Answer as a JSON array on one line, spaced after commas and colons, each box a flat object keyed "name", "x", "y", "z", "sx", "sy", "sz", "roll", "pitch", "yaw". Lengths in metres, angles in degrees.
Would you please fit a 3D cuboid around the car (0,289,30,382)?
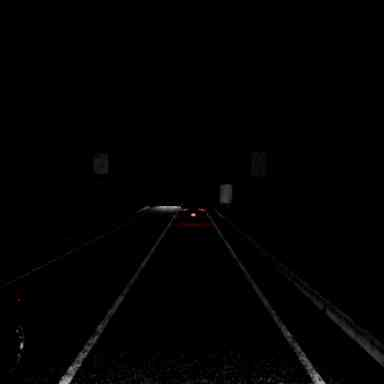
[{"name": "car", "x": -3.101, "y": 1.562, "z": 2.641, "sx": 1.994, "sy": 1.385, "sz": 4.181, "roll": 0, "pitch": 0, "yaw": 0}]

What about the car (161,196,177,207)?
[{"name": "car", "x": -3.094, "y": 1.262, "z": 45.823, "sx": 1.994, "sy": 1.385, "sz": 4.181, "roll": 0, "pitch": 1, "yaw": 0}]

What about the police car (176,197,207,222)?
[{"name": "police car", "x": 0.092, "y": 1.412, "z": 25.453, "sx": 2.038, "sy": 1.542, "sz": 4.974, "roll": 0, "pitch": 0, "yaw": 0}]
